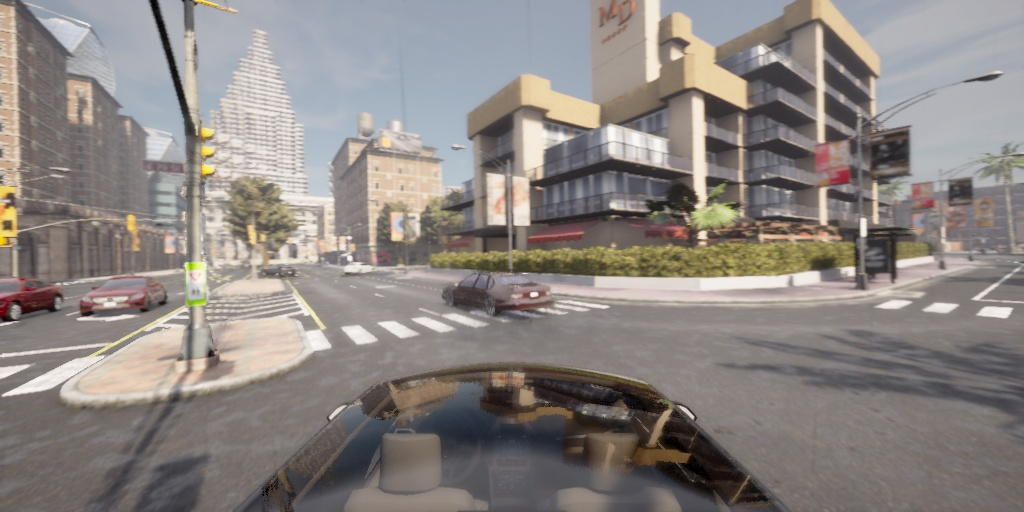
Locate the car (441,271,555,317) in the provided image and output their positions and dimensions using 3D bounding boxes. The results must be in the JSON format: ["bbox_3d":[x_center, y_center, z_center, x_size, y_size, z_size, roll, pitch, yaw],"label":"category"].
[{"bbox_3d":[-0.742,1.267,13.179,2.033,1.411,5.357,-1,0,-35],"label":"car"}]

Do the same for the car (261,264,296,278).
[{"bbox_3d":[-27.018,1.706,41.456,4.902,1.511,2.128,-1,0,30],"label":"car"}]

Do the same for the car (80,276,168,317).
[{"bbox_3d":[-16.530,1.602,15.522,1.812,1.442,4.674,-1,0,-34],"label":"car"}]

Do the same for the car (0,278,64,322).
[{"bbox_3d":[-19.571,1.632,13.772,1.882,1.535,5.008,-1,0,-34],"label":"car"}]

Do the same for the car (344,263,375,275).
[{"bbox_3d":[-18.974,1.538,44.611,1.812,1.442,4.674,-2,0,8],"label":"car"}]
